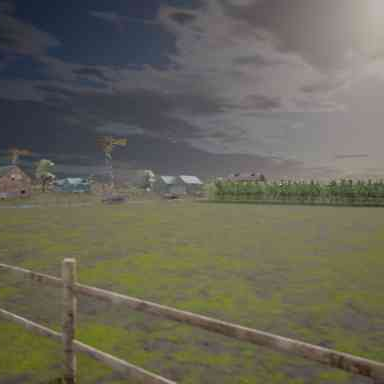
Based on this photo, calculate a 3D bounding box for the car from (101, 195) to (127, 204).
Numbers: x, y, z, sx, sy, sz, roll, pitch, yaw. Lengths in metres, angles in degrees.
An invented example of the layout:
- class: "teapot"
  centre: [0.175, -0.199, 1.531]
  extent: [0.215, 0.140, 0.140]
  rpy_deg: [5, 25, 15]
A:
- class: "car"
  centre: [-13.474, 1.201, 57.495]
  extent: [2.128, 1.511, 4.902]
  rpy_deg: [0, 0, 35]

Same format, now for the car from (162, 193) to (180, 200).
- class: "car"
  centre: [-4.540, 0.986, 70.487]
  extent: [1.812, 1.442, 4.674]
  rpy_deg: [0, 0, 35]
